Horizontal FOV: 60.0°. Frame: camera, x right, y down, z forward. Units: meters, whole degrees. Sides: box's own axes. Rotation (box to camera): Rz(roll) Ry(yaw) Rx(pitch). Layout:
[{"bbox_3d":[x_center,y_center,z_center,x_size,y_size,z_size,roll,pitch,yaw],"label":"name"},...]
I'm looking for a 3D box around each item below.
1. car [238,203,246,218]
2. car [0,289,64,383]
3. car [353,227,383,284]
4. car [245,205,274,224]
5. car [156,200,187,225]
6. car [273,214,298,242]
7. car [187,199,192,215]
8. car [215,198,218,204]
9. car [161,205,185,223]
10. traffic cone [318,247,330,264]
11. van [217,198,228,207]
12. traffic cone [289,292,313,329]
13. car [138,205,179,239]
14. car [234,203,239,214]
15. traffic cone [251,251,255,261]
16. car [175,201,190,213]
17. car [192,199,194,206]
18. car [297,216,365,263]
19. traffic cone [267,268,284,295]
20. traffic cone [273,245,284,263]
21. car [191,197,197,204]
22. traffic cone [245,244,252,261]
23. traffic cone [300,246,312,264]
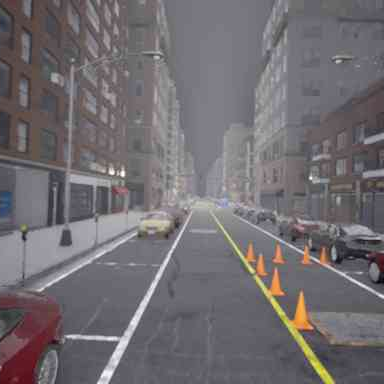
[{"bbox_3d":[6.488,2.193,35.281,2.008,1.369,4.403,2,-1,1],"label":"car"},{"bbox_3d":[-2.337,1.538,2.374,1.802,1.307,4.206,2,-1,1],"label":"car"},{"bbox_3d":[5.817,1.825,7.697,1.887,1.381,4.507,2,-1,1],"label":"car"},{"bbox_3d":[6.354,2.121,29.764,2.008,1.369,4.403,2,-1,1],"label":"car"},{"bbox_3d":[-1.792,1.559,24.442,2.192,1.841,5.009,2,-1,1],"label":"car"},{"bbox_3d":[6.084,2.007,18.730,1.802,1.307,4.206,2,-1,1],"label":"car"},{"bbox_3d":[-1.393,1.902,40.990,1.967,1.590,4.097,2,-1,1],"label":"car"},{"bbox_3d":[7.825,2.943,90.260,1.802,1.307,4.206,2,-1,1],"label":"car"},{"bbox_3d":[-1.666,1.899,29.955,1.802,1.307,4.206,2,-1,1],"label":"car"},{"bbox_3d":[4.729,2.253,11.911,0.340,0.580,0.340,2,-1,2],"label":"traffic cone"},{"bbox_3d":[7.556,2.554,78.905,1.690,1.788,3.998,2,-1,1],"label":"van"},{"bbox_3d":[1.956,2.092,5.968,0.340,0.580,0.340,2,-1,1],"label":"traffic cone"},{"bbox_3d":[-1.933,1.695,18.755,1.752,1.417,4.829,2,-1,1],"label":"car"},{"bbox_3d":[6.621,2.297,40.797,1.802,1.307,4.206,2,-1,1],"label":"car"},{"bbox_3d":[2.054,2.144,9.966,0.340,0.580,0.340,2,-1,1],"label":"traffic cone"},{"bbox_3d":[-1.266,2.057,46.335,1.752,1.417,4.829,2,-1,1],"label":"car"},{"bbox_3d":[-1.128,2.157,52.021,2.008,1.369,4.403,2,-1,1],"label":"car"},{"bbox_3d":[5.951,1.904,13.214,2.008,1.369,4.403,2,-1,1],"label":"car"},{"bbox_3d":[2.005,2.118,7.967,0.340,0.580,0.340,2,-1,1],"label":"traffic cone"},{"bbox_3d":[3.102,2.202,11.940,0.340,0.580,0.340,2,-1,1],"label":"traffic cone"},{"bbox_3d":[-0.469,2.510,79.092,2.008,1.369,4.403,2,-1,1],"label":"car"},{"bbox_3d":[2.102,2.170,11.965,0.340,0.580,0.340,2,-1,1],"label":"traffic cone"},{"bbox_3d":[4.101,2.234,11.915,0.340,0.580,0.340,2,-1,1],"label":"traffic cone"}]
